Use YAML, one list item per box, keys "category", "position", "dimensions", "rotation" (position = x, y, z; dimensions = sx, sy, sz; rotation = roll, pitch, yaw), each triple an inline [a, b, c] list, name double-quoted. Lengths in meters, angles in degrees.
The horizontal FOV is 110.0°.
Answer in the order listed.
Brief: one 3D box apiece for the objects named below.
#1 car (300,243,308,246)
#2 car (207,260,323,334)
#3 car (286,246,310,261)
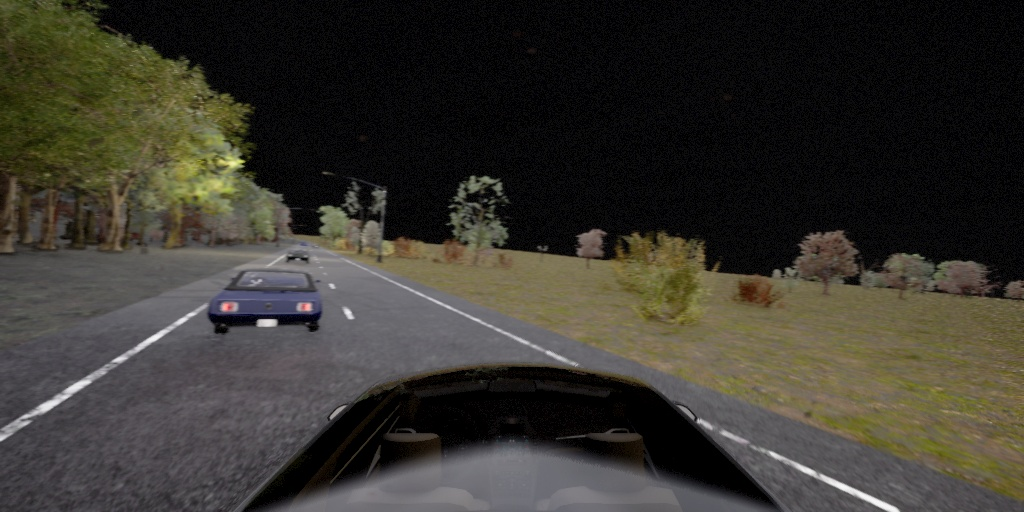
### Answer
- category: "car"
  position: [-31.804, -0.839, 54.147]
  dimensions: [1.895, 1.301, 4.718]
  rotation: [5, 0, -30]
- category: "car"
  position: [-5.806, 0.938, 8.865]
  dimensions: [1.895, 1.301, 4.718]
  rotation: [5, 0, -30]
- category: "car"
  position: [-20.369, -0.051, 34.228]
  dimensions: [1.895, 1.301, 4.718]
  rotation: [5, 0, -30]
